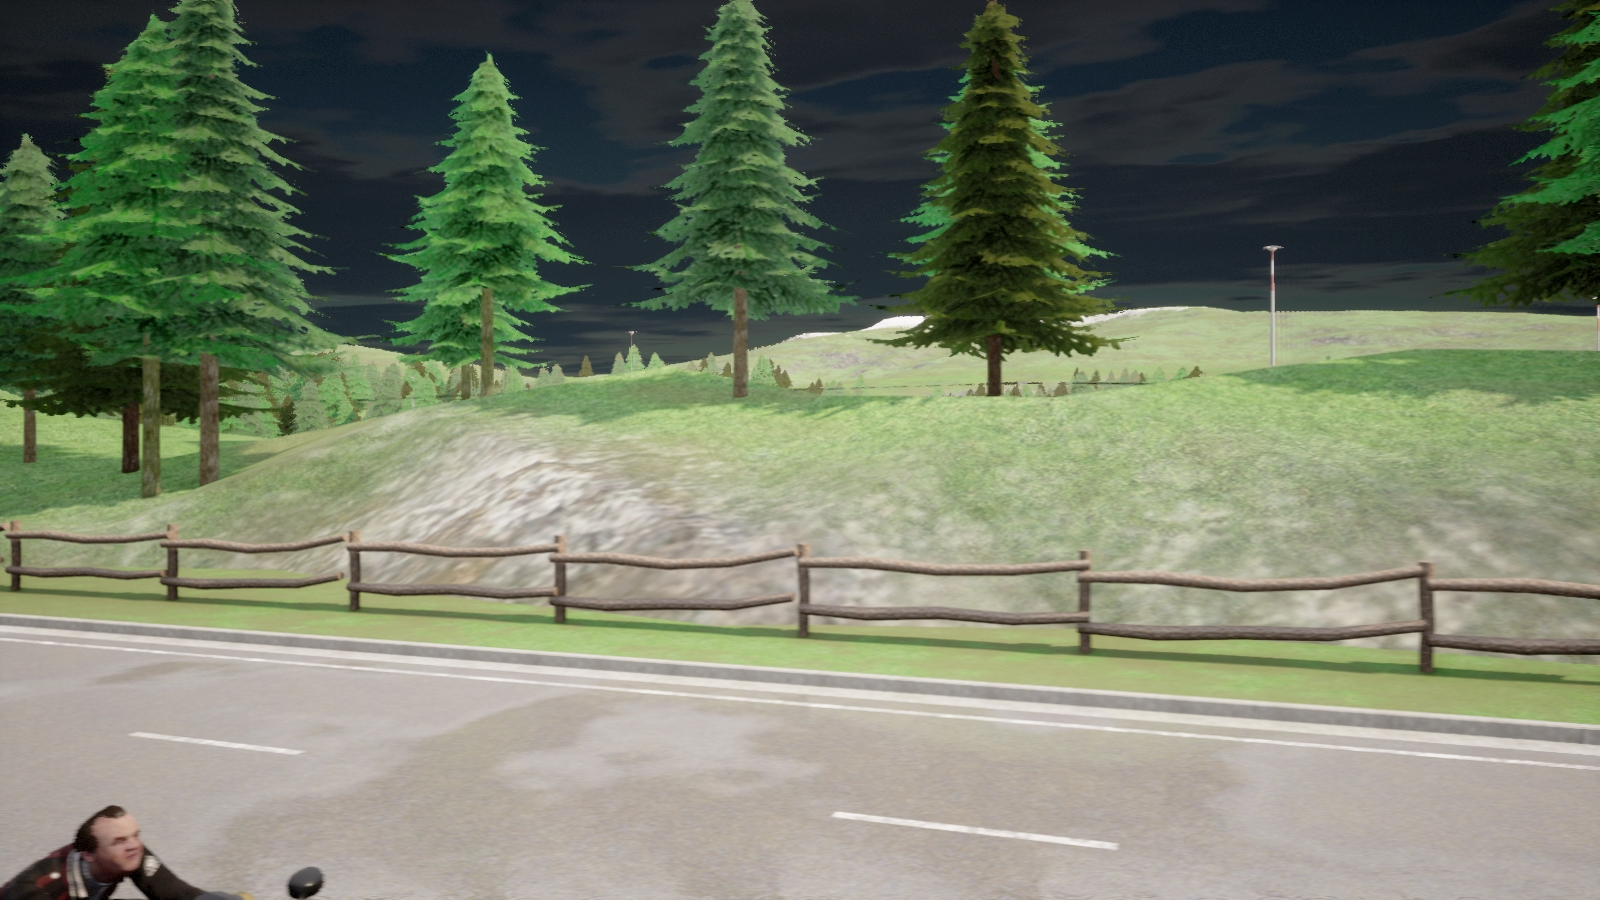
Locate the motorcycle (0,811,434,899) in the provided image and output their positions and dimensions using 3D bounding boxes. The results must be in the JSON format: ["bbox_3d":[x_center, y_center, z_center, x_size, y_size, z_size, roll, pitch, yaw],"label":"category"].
[{"bbox_3d":[-2.559,2.205,4.230,2.209,1.251,0.867,0,2,17],"label":"motorcycle"}]
